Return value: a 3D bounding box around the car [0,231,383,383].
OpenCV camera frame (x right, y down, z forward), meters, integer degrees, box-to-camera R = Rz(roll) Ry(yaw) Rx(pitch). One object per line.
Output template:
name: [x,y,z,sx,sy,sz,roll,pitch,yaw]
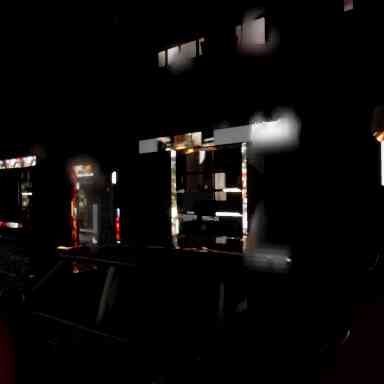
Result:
car: [-0.329,1.316,3.123,5.009,1.841,2.192,0,-1,35]
